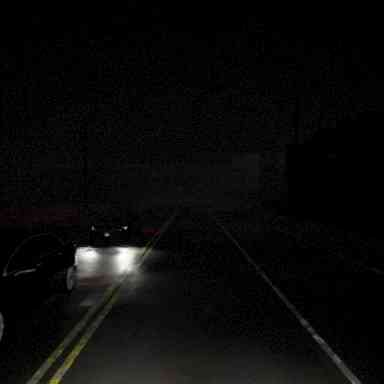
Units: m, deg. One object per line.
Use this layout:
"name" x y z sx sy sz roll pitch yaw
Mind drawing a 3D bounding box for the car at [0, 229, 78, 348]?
"car" -3.600 1.507 6.017 1.837 1.490 4.892 0 0 0

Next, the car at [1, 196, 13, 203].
"car" -46.014 1.818 79.741 3.806 1.475 1.970 -1 0 -1

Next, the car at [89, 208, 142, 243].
"car" -3.589 1.529 16.353 1.812 1.442 4.674 0 0 0
